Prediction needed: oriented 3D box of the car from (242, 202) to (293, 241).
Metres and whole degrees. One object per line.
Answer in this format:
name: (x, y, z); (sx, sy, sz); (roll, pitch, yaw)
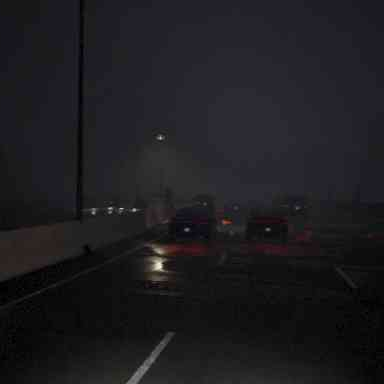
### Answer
car: (3.734, 1.528, 17.233); (1.882, 1.535, 5.008); (1, 0, 8)

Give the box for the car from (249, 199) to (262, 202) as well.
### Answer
car: (7.687, 1.587, 41.794); (1.882, 1.535, 5.008); (1, 0, -5)

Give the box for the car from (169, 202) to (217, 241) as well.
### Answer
car: (0.149, 1.496, 16.838); (1.882, 1.535, 5.008); (1, 0, 8)

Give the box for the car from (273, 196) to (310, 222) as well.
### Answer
car: (8.049, 1.319, 27.568); (2.150, 2.045, 5.566); (0, 0, 3)

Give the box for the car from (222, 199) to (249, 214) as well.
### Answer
car: (4.557, 1.641, 36.839); (1.994, 1.385, 4.181); (1, 0, -3)

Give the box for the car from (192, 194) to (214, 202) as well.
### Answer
car: (1.187, 1.267, 35.300); (2.150, 2.045, 5.566); (1, 0, -2)
